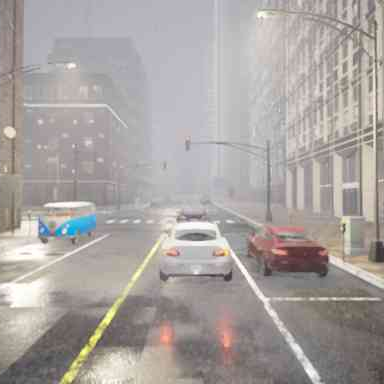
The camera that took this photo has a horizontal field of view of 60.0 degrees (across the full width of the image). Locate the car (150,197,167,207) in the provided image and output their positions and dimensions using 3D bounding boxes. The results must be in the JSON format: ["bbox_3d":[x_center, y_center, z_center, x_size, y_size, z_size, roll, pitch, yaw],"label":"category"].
[{"bbox_3d":[-5.704,1.681,53.624,2.008,1.369,4.403,1,0,0],"label":"car"}]

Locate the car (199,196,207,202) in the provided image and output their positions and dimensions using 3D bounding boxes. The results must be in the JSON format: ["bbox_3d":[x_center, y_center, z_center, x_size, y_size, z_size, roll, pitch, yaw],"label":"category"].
[{"bbox_3d":[2.661,1.777,81.904,1.802,1.307,4.206,1,0,0],"label":"car"}]

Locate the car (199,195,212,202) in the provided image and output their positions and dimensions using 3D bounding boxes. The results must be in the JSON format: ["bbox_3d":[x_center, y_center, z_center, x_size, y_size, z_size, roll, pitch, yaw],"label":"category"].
[{"bbox_3d":[2.673,1.725,59.285,1.802,1.307,4.206,1,0,0],"label":"car"}]

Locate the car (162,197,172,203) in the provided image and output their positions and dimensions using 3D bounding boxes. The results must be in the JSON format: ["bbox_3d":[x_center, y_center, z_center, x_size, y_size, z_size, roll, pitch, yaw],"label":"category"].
[{"bbox_3d":[-5.716,1.765,76.243,1.802,1.307,4.206,1,0,0],"label":"car"}]

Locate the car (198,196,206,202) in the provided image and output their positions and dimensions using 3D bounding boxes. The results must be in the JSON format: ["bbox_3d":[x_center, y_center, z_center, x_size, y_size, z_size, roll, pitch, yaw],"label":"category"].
[{"bbox_3d":[2.659,1.759,87.559,2.008,1.369,4.403,1,0,0],"label":"car"}]

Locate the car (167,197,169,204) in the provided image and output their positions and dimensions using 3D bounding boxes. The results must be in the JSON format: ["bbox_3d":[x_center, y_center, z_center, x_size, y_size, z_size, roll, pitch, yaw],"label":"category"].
[{"bbox_3d":[-5.707,1.694,59.279,2.008,1.369,4.403,1,0,0],"label":"car"}]

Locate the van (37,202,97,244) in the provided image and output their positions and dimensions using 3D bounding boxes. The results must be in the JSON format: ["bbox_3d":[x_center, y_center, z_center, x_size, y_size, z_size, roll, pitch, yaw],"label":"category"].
[{"bbox_3d":[-5.768,1.381,15.709,1.690,1.788,3.998,1,0,0],"label":"van"}]

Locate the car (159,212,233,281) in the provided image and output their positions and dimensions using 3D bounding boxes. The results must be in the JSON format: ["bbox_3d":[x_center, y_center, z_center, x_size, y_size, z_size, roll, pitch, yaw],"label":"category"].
[{"bbox_3d":[0.101,1.550,9.782,1.812,1.442,4.674,0,0,0],"label":"car"}]

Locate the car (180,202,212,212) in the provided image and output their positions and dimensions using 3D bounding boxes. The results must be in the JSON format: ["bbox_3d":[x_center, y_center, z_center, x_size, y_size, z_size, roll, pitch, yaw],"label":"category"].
[{"bbox_3d":[0.068,1.553,19.902,2.163,1.488,4.792,0,0,-1],"label":"car"}]

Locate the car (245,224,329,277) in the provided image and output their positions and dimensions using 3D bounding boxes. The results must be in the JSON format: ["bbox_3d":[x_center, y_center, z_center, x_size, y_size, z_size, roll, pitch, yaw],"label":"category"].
[{"bbox_3d":[2.698,1.607,10.028,1.802,1.307,4.206,1,0,0],"label":"car"}]

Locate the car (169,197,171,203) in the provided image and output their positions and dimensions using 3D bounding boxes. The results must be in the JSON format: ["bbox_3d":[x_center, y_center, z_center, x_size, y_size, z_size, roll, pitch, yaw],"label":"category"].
[{"bbox_3d":[-5.710,1.723,64.934,1.947,1.339,4.313,1,0,0],"label":"car"}]
